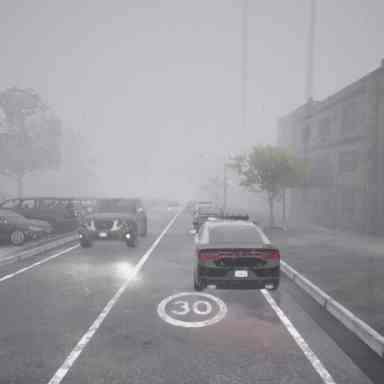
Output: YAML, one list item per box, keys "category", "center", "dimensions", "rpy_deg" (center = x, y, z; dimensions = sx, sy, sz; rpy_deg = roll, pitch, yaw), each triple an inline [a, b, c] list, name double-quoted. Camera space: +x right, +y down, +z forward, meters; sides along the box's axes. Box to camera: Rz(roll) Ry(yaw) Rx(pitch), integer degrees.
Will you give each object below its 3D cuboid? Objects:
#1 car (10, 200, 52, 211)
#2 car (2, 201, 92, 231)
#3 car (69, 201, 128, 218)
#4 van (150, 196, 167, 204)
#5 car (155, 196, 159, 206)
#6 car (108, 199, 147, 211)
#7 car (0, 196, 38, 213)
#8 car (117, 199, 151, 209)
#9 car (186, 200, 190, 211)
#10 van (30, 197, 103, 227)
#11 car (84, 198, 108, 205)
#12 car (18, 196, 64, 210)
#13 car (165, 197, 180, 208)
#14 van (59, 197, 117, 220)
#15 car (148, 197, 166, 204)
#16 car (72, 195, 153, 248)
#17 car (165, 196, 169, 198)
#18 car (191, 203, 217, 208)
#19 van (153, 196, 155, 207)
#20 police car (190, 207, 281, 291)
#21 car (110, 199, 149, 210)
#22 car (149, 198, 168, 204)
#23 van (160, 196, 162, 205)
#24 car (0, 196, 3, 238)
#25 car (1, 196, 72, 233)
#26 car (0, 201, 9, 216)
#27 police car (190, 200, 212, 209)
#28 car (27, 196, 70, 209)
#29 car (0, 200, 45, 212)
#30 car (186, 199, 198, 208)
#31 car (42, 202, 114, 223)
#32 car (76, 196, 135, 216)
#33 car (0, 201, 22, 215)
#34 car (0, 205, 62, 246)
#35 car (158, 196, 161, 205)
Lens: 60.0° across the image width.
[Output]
- category: "car"
  center: [-21.922, 1.833, 45.422]
  dimensions: [4.674, 1.452, 2.002]
  rpy_deg: [0, -1, 0]
- category: "car"
  center: [-8.800, 1.431, 20.534]
  dimensions: [4.553, 1.767, 2.185]
  rpy_deg: [0, -1, 0]
- category: "car"
  center: [-8.830, 1.658, 31.747]
  dimensions: [5.008, 1.535, 2.097]
  rpy_deg: [0, -1, 0]
- category: "van"
  center: [-8.993, 2.119, 90.612]
  dimensions: [4.442, 1.987, 1.878]
  rpy_deg: [0, -1, 0]
- category: "car"
  center: [-8.826, 1.996, 59.775]
  dimensions: [4.792, 1.488, 2.163]
  rpy_deg: [0, -1, 0]
- category: "car"
  center: [-8.840, 1.796, 45.763]
  dimensions: [5.008, 1.535, 2.097]
  rpy_deg: [0, -1, 0]
- category: "car"
  center: [-21.892, 1.484, 39.978]
  dimensions: [5.566, 2.045, 2.435]
  rpy_deg: [0, -1, 0]
- category: "car"
  center: [-8.878, 1.893, 51.366]
  dimensions: [4.792, 1.488, 2.163]
  rpy_deg: [0, -1, 0]
- category: "car"
  center: [0.072, 1.882, 46.266]
  dimensions: [2.033, 1.411, 5.357]
  rpy_deg: [0, -1, 1]
- category: "van"
  center: [-8.716, 1.356, 23.339]
  dimensions: [4.442, 1.987, 1.878]
  rpy_deg: [0, -1, 0]
- category: "car"
  center: [-21.952, 2.171, 76.213]
  dimensions: [4.892, 1.521, 2.231]
  rpy_deg: [0, -1, 0]
- category: "car"
  center: [-21.897, 1.576, 48.333]
  dimensions: [5.566, 2.045, 2.435]
  rpy_deg: [0, -1, 0]
- category: "car"
  center: [-3.212, 2.040, 58.284]
  dimensions: [1.994, 1.385, 4.181]
  rpy_deg: [0, -1, 0]
- category: "van"
  center: [-8.950, 1.407, 28.946]
  dimensions: [4.442, 1.987, 1.878]
  rpy_deg: [0, -1, 0]
- category: "car"
  center: [-8.904, 2.151, 85.005]
  dimensions: [4.553, 1.767, 2.185]
  rpy_deg: [0, -1, 0]
- category: "car"
  center: [-3.340, 1.267, 15.246]
  dimensions: [2.150, 2.045, 5.566]
  rpy_deg: [0, -1, 0]
- category: "car"
  center: [-8.838, 1.922, 76.597]
  dimensions: [5.566, 2.045, 2.435]
  rpy_deg: [0, -1, 0]
- category: "car"
  center: [0.988, 1.584, 19.095]
  dimensions: [1.837, 1.490, 4.892]
  rpy_deg: [0, -1, 0]
- category: "van"
  center: [-8.734, 1.672, 54.172]
  dimensions: [4.442, 1.987, 1.878]
  rpy_deg: [0, -1, 0]
- category: "police car"
  center: [0.981, 1.431, 9.187]
  dimensions: [1.930, 1.638, 5.238]
  rpy_deg: [0, 0, 0]
- category: "car"
  center: [-9.032, 1.826, 48.563]
  dimensions: [5.366, 1.575, 1.946]
  rpy_deg: [0, -1, 0]
- category: "car"
  center: [-8.868, 2.312, 87.806]
  dimensions: [4.892, 1.521, 2.231]
  rpy_deg: [0, -1, 0]
- category: "van"
  center: [-8.742, 1.810, 65.384]
  dimensions: [4.442, 1.987, 1.878]
  rpy_deg: [0, -1, 0]
- category: "car"
  center: [-8.869, 1.232, 9.325]
  dimensions: [5.566, 2.045, 2.435]
  rpy_deg: [0, 0, 0]
- category: "car"
  center: [-8.861, 1.283, 17.735]
  dimensions: [5.566, 2.045, 2.435]
  rpy_deg: [0, 0, 0]
- category: "car"
  center: [-21.887, 1.713, 34.407]
  dimensions: [4.792, 1.488, 2.163]
  rpy_deg: [0, -1, 0]
- category: "police car"
  center: [0.991, 1.559, 25.215]
  dimensions: [1.930, 1.638, 5.238]
  rpy_deg: [0, -1, 0]
- category: "car"
  center: [-21.900, 1.609, 50.994]
  dimensions: [5.566, 2.045, 2.435]
  rpy_deg: [0, -1, 0]
- category: "car"
  center: [-21.917, 1.765, 42.762]
  dimensions: [5.008, 1.535, 2.097]
  rpy_deg: [0, -1, 0]
- category: "car"
  center: [0.041, 2.060, 59.947]
  dimensions: [1.994, 1.385, 4.181]
  rpy_deg: [0, -1, 0]
- category: "car"
  center: [-8.826, 1.608, 26.141]
  dimensions: [4.892, 1.521, 2.231]
  rpy_deg: [0, -1, 0]
- category: "car"
  center: [-8.865, 1.432, 34.553]
  dimensions: [5.566, 2.045, 2.435]
  rpy_deg: [0, -1, 0]
- category: "car"
  center: [-21.947, 1.738, 37.192]
  dimensions: [4.792, 1.488, 2.163]
  rpy_deg: [0, -1, 0]
- category: "car"
  center: [-8.841, 1.514, 14.927]
  dimensions: [4.892, 1.521, 2.231]
  rpy_deg: [0, 0, 0]
- category: "car"
  center: [-8.852, 2.001, 62.578]
  dimensions: [5.008, 1.535, 2.097]
  rpy_deg: [0, -1, 0]
